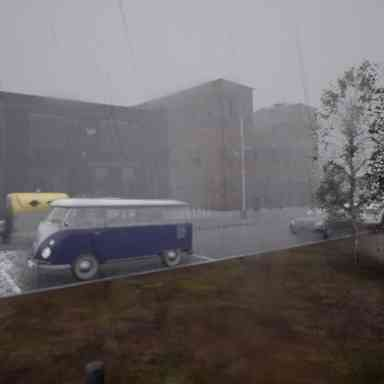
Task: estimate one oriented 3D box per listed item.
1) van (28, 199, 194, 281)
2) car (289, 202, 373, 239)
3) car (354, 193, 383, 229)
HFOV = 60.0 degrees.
[{"bbox_3d":[-2.127,1.183,9.373,4.442,1.987,1.878,1,0,-38],"label":"van"},{"bbox_3d":[6.712,1.373,16.341,4.674,1.452,2.002,1,0,-40],"label":"car"},{"bbox_3d":[10.938,1.040,19.954,5.566,2.045,2.435,1,0,-44],"label":"car"}]
